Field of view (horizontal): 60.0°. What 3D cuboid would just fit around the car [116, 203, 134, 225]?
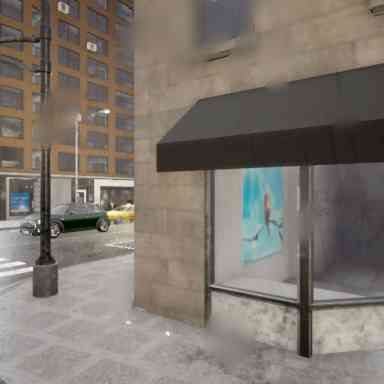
[{"bbox_3d":[-4.871,1.548,24.673,1.752,1.417,4.829,0,0,36],"label":"car"}]

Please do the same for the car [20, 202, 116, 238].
[{"bbox_3d":[-6.674,1.366,17.848,2.097,1.767,4.553,0,0,36],"label":"car"}]
